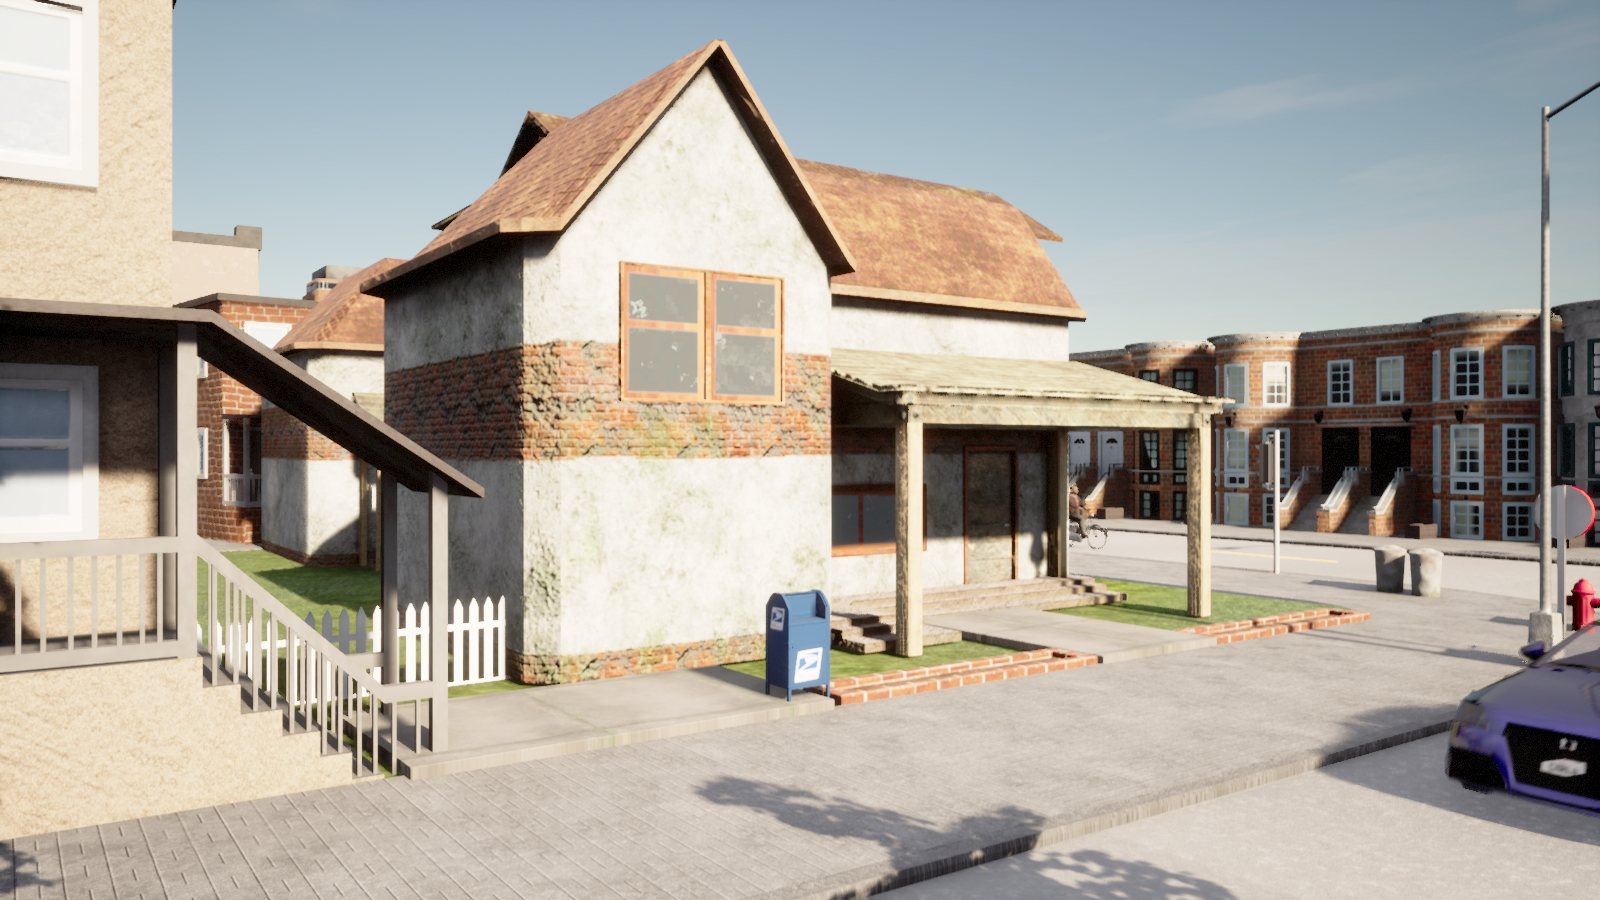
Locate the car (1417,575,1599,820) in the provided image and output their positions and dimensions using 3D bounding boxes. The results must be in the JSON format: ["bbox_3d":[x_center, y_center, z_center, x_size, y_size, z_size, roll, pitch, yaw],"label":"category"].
[{"bbox_3d":[7.159,1.894,9.406,4.181,1.385,1.994,0,0,-35],"label":"car"}]
